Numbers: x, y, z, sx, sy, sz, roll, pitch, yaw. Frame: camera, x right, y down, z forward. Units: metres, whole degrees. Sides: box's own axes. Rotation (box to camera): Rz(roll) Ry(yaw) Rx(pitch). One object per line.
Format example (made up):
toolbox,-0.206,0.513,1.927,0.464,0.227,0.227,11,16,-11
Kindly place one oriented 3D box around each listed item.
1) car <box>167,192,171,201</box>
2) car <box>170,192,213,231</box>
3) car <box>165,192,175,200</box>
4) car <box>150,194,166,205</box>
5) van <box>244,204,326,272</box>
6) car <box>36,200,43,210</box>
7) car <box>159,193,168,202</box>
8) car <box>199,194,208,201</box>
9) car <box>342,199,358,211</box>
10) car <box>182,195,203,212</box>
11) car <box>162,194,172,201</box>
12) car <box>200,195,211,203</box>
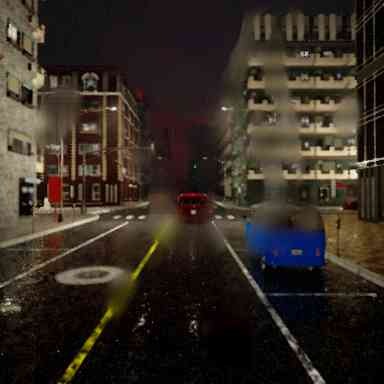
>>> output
car,-5.753,1.062,65.200,2.192,1.841,5.009,1,0,0
car,0.074,1.142,20.036,2.150,2.045,5.566,0,0,0
car,-5.782,0.978,87.939,2.192,1.841,5.009,1,0,0
car,-5.744,1.372,53.832,1.802,1.307,4.206,1,0,0
van,2.695,1.300,10.373,1.690,1.788,3.998,1,0,0
car,-20.734,1.555,41.131,4.313,1.339,1.947,0,-1,0
car,-5.750,1.294,59.346,1.752,1.417,4.829,1,0,0
car,2.607,1.271,76.641,1.947,1.339,4.313,1,0,0
car,17.142,1.275,32.527,4.507,1.381,1.887,0,-1,0
car,0.054,1.209,36.430,2.097,1.767,4.553,0,0,0
car,-5.773,1.256,76.570,2.008,1.369,4.403,1,0,0
car,2.622,1.272,65.442,1.752,1.417,4.829,1,0,0
